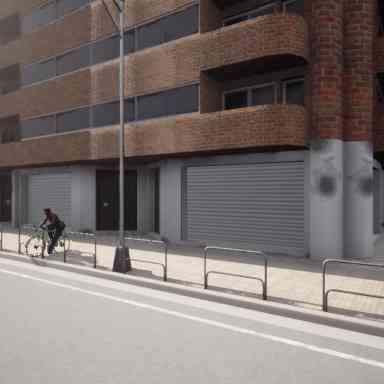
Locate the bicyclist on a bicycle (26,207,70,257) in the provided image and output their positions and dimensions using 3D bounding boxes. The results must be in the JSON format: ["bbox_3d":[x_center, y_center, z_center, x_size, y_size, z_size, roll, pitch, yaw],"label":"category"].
[{"bbox_3d":[-4.746,1.338,11.129,0.582,1.620,1.656,1,-3,33],"label":"bicyclist on a bicycle"}]
